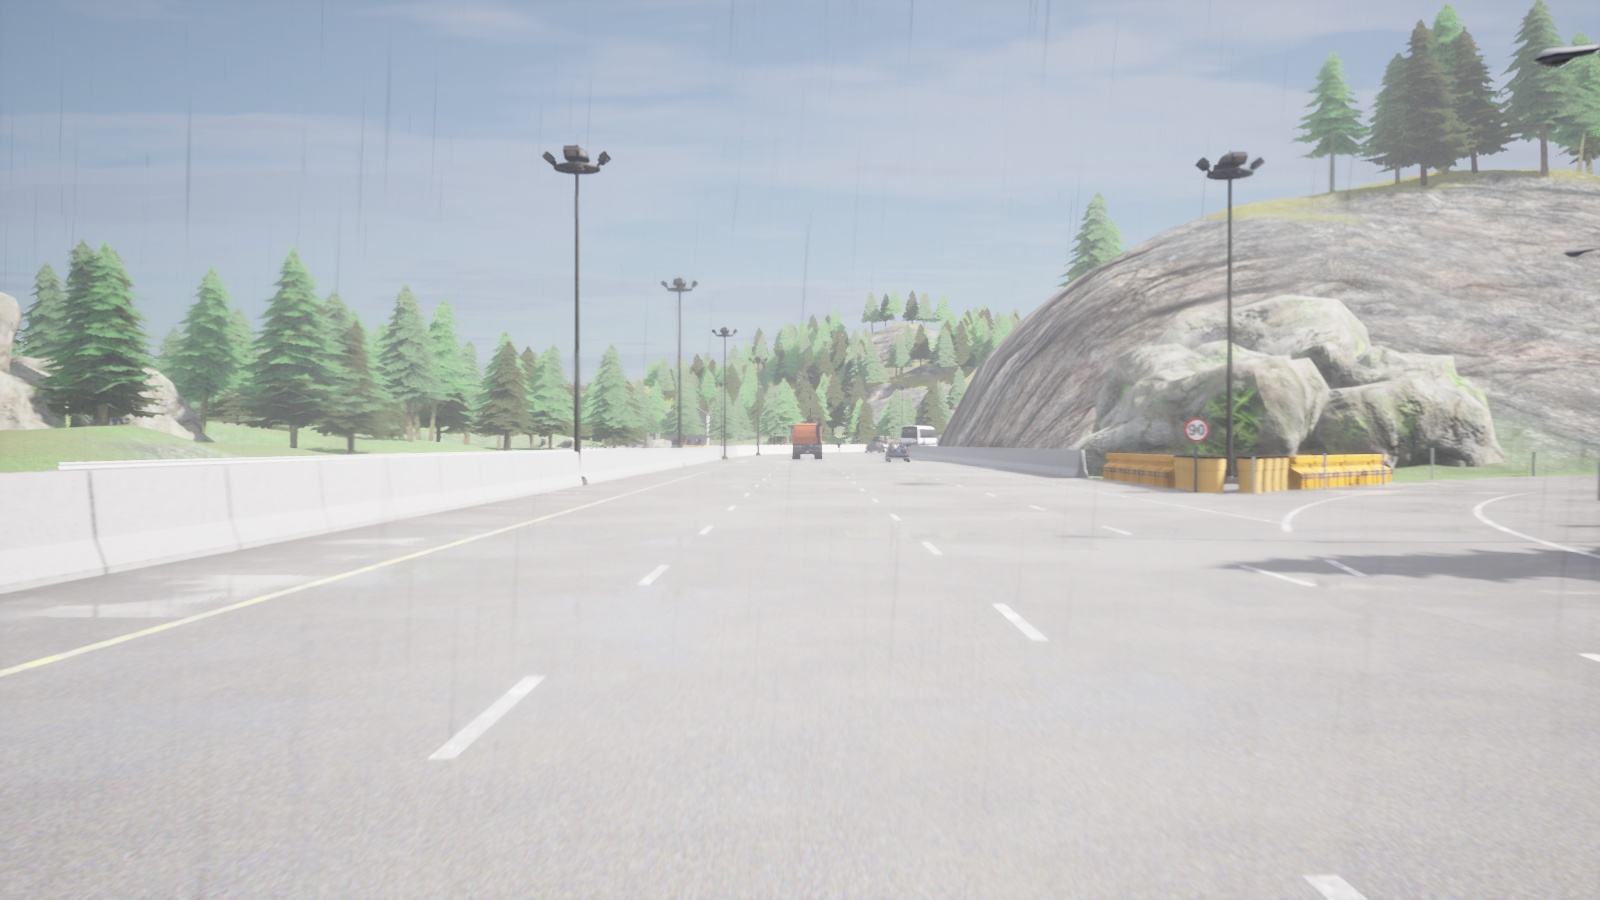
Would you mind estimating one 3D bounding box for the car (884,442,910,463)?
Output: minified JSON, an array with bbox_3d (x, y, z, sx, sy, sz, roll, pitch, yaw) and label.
[{"bbox_3d":[7.573,0.185,97.982,1.789,1.549,3.705,0,0,0],"label":"car"}]
